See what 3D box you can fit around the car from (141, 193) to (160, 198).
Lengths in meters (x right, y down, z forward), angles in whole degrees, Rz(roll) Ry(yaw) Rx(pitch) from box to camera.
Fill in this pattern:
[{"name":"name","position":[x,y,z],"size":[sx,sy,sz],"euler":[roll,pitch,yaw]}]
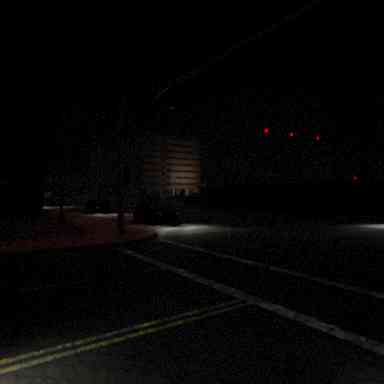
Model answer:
[{"name":"car","position":[-9.702,1.120,81.584],"size":[3.866,1.878,1.905],"euler":[0,0,-34]}]

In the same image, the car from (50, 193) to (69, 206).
[{"name":"car","position":[-21.944,1.199,54.736],"size":[2.150,2.045,5.566],"euler":[0,0,-33]}]

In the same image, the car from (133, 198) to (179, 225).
[{"name":"car","position":[-2.773,1.467,24.578],"size":[1.882,1.535,5.008],"euler":[0,0,-32]}]

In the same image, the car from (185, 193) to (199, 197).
[{"name":"car","position":[1.336,1.121,65.359],"size":[3.866,1.878,1.905],"euler":[0,0,-34]}]

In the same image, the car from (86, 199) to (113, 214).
[{"name":"car","position":[-10.078,1.466,36.042],"size":[1.882,1.535,5.008],"euler":[0,1,-33]}]

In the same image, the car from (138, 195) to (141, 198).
[{"name":"car","position":[-11.280,1.117,84.011],"size":[4.605,1.855,1.932],"euler":[0,0,-34]}]
